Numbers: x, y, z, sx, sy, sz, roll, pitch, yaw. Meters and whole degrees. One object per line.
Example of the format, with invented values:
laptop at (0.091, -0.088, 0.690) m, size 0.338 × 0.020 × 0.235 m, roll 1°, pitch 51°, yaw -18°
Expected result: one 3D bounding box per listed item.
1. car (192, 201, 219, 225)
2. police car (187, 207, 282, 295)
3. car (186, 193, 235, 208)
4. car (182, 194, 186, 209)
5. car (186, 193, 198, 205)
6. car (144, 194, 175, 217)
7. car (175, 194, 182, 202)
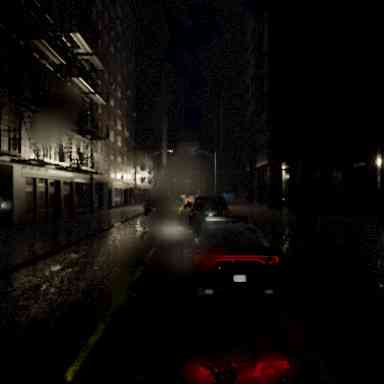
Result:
car at (0.908, 1.492, 24.722) m, size 1.837 × 1.490 × 4.892 m, roll 0°, pitch 0°, yaw 0°
police car at (0.902, 1.419, 8.831) m, size 1.930 × 1.638 × 5.238 m, roll 0°, pitch 0°, yaw 0°
car at (0.906, 1.214, 18.751) m, size 2.150 × 2.045 × 5.566 m, roll 0°, pitch 0°, yaw 0°
car at (0.044, 1.345, 45.696) m, size 2.097 × 1.767 × 4.553 m, roll 0°, pitch 0°, yaw 1°
car at (0.018, 1.224, 59.834) m, size 2.150 × 2.045 × 5.566 m, roll 0°, pitch 0°, yaw 0°
car at (-3.091, 1.207, 30.926) m, size 2.150 × 2.045 × 5.566 m, roll 0°, pitch 0°, yaw 0°
car at (-2.979, 1.507, 72.309) m, size 1.812 × 1.442 × 4.674 m, roll 0°, pitch 0°, yaw 0°
